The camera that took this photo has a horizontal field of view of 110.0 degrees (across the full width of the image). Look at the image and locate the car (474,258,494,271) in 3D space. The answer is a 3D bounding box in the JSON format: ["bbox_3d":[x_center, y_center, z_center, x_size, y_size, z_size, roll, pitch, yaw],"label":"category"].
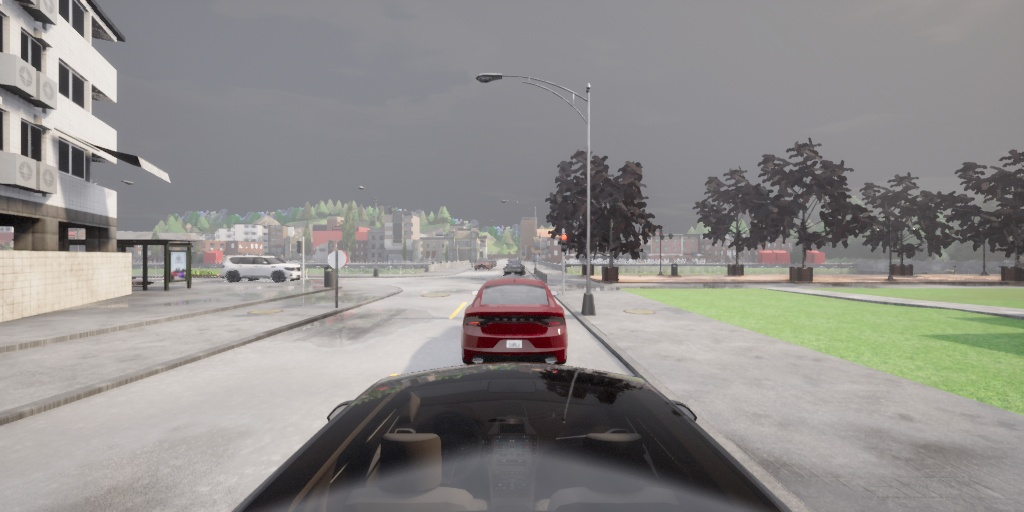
[{"bbox_3d":[-4.061,1.102,50.292,2.097,1.767,4.553,0,0,0],"label":"car"}]

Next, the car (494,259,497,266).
[{"bbox_3d":[-4.040,1.241,59.536,2.128,1.511,4.902,0,0,0],"label":"car"}]

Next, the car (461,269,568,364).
[{"bbox_3d":[0.057,1.228,8.091,1.882,1.535,5.008,0,0,0],"label":"car"}]

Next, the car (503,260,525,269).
[{"bbox_3d":[0.271,1.351,36.185,1.895,1.301,4.718,0,0,5],"label":"car"}]

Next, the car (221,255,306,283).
[{"bbox_3d":[-18.567,0.972,26.896,5.566,2.045,2.150,0,0,0],"label":"car"}]
